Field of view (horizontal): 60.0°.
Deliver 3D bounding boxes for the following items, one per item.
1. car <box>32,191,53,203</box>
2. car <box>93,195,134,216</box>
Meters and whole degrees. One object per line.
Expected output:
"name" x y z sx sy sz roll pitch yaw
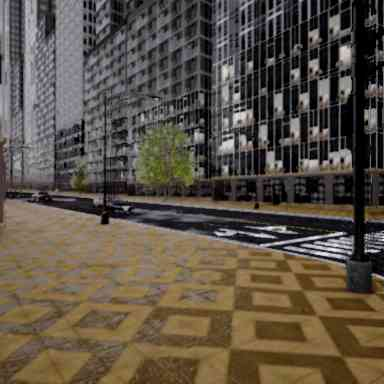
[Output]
"car" -20.326 0.647 45.104 1.837 1.490 4.892 0 1 -38
"car" -6.562 1.043 27.406 2.128 1.511 4.902 0 1 -38
